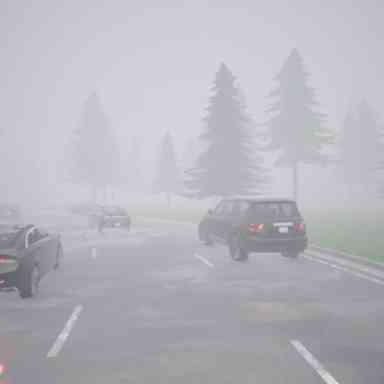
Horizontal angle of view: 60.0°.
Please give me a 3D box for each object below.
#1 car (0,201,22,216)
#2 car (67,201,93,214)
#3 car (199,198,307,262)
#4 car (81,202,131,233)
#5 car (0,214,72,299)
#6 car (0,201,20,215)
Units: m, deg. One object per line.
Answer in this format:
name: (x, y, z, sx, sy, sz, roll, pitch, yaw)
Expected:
car: (-21.292, 1.755, 37.094, 5.008, 1.535, 1.882, -1, 0, 32)
car: (-11.042, 1.655, 33.934, 4.902, 1.511, 2.128, -1, 0, 44)
car: (1.977, 1.218, 12.439, 2.150, 2.045, 5.566, 0, 0, -16)
car: (-5.136, 1.576, 20.398, 2.128, 1.511, 4.902, 0, 0, -26)
car: (-4.577, 1.552, 8.400, 2.128, 1.511, 4.902, 0, 0, -12)
car: (-17.019, 1.785, 29.566, 4.181, 1.385, 1.994, -1, 0, 42)
